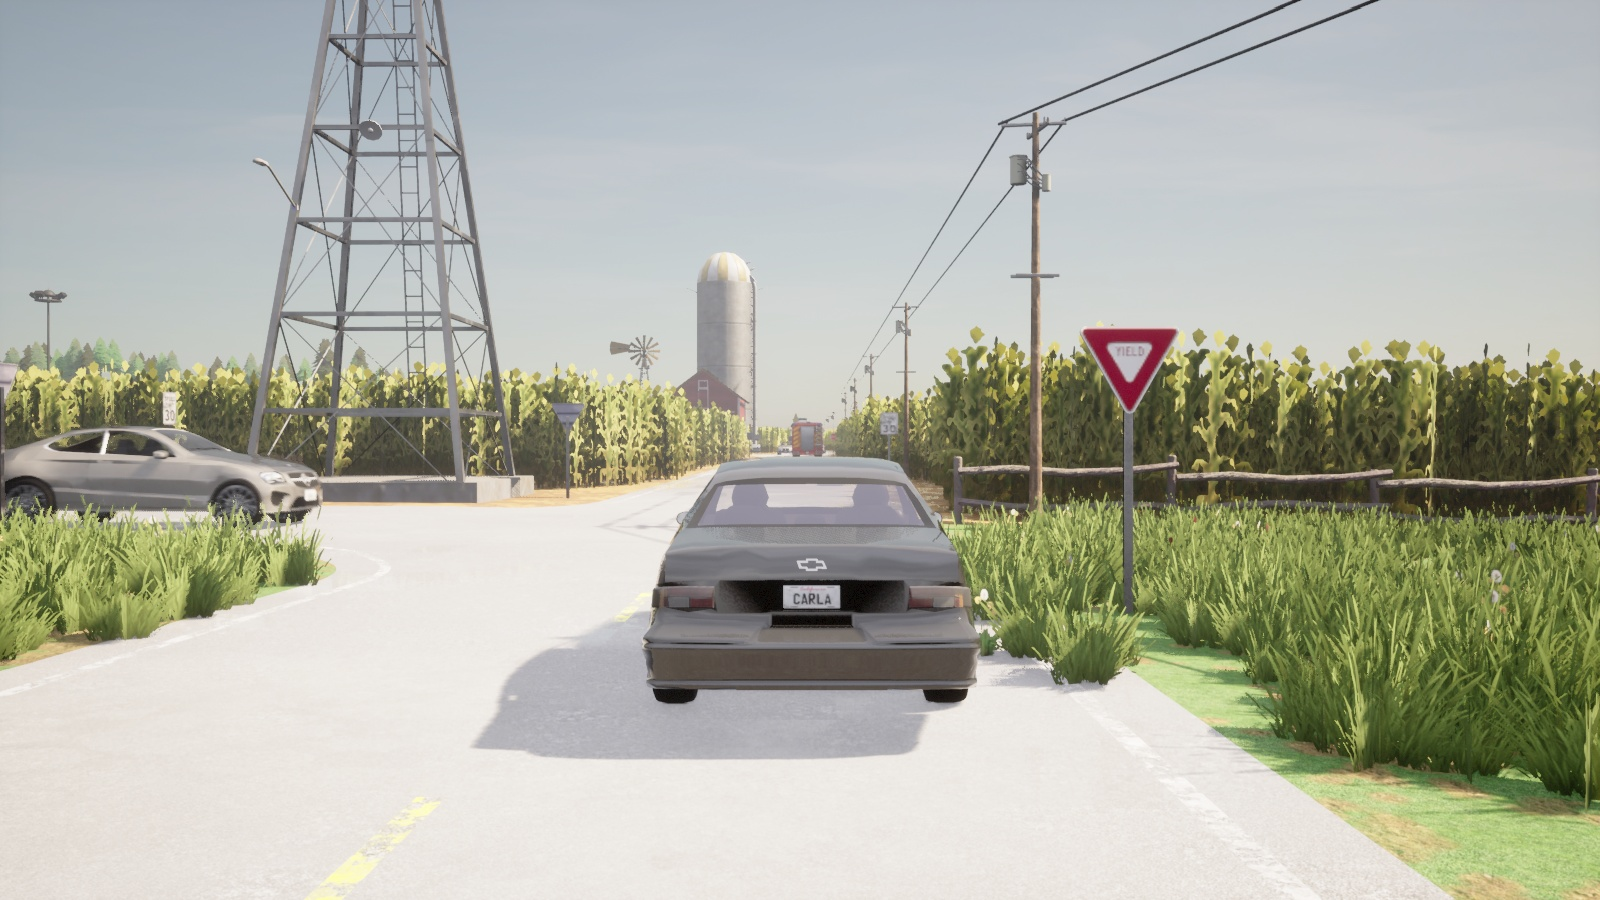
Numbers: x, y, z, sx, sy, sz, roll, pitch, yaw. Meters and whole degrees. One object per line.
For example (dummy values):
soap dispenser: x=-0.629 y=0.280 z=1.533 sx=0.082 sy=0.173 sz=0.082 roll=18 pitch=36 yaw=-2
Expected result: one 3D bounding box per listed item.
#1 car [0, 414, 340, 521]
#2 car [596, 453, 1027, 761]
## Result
car: x=-10.434 y=0.264 z=20.514 sx=5.027 sy=1.651 sz=2.152 roll=0 pitch=0 yaw=1
car: x=0.064 y=0.745 z=8.602 sx=2.033 sy=1.411 sz=5.357 roll=0 pitch=0 yaw=0
